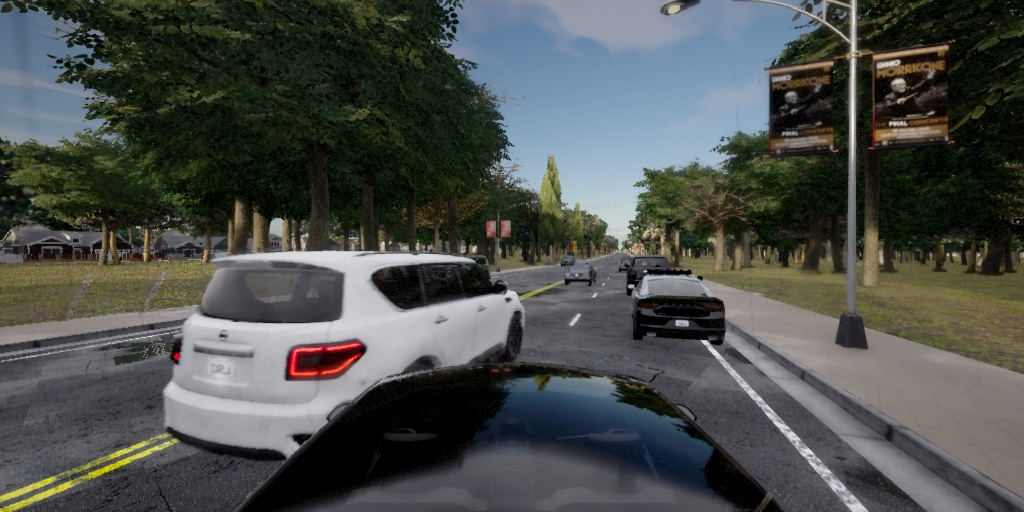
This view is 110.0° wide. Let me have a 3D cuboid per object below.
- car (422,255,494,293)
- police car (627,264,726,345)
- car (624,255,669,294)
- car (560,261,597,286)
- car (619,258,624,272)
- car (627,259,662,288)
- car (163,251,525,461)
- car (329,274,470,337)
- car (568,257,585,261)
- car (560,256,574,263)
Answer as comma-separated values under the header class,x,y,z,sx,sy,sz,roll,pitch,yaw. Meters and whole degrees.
class,x,y,z,sx,sy,sz,roll,pitch,yaw
car,-3.123,0.971,22.286,2.150,2.045,5.566,0,0,18
police car,4.267,1.173,9.805,1.930,1.638,5.238,0,0,18
car,7.277,0.973,19.257,2.150,2.045,5.566,0,0,18
car,4.971,1.297,25.615,2.033,1.411,5.357,0,0,18
car,14.607,1.322,45.440,1.994,1.385,4.181,0,0,19
car,9.077,1.101,24.920,2.097,1.767,4.553,0,0,18
car,-1.472,0.971,5.376,2.150,2.045,5.566,0,0,18
car,-3.183,1.350,11.379,1.895,1.301,4.718,0,0,18
car,9.897,1.239,52.453,1.882,1.535,5.008,0,0,18
car,9.973,0.990,63.288,2.150,2.045,5.566,0,0,18
